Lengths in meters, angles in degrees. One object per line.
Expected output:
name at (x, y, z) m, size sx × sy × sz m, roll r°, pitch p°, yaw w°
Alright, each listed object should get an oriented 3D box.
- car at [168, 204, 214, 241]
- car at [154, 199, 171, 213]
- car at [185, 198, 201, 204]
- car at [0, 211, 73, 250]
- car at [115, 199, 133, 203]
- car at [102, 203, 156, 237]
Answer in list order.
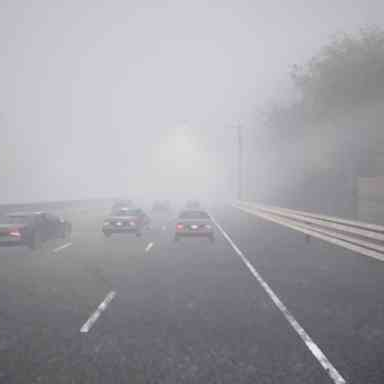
car at (0.095, 1.538, 16.680) m, size 2.033 × 1.411 × 5.357 m, roll 0°, pitch 0°, yaw 0°
car at (-3.408, 1.539, 37.451) m, size 2.033 × 1.411 × 5.357 m, roll 0°, pitch 0°, yaw 0°
car at (0.089, 1.518, 41.301) m, size 1.812 × 1.442 × 4.674 m, roll 0°, pitch 0°, yaw 0°
car at (-6.902, 1.539, 14.302) m, size 2.033 × 1.411 × 5.357 m, roll 0°, pitch 0°, yaw 0°
car at (-6.912, 1.495, 34.266) m, size 1.837 × 1.490 × 4.892 m, roll 0°, pitch 0°, yaw 0°
car at (-3.405, 1.537, 18.060) m, size 2.033 × 1.411 × 5.357 m, roll 0°, pitch 0°, yaw 0°
